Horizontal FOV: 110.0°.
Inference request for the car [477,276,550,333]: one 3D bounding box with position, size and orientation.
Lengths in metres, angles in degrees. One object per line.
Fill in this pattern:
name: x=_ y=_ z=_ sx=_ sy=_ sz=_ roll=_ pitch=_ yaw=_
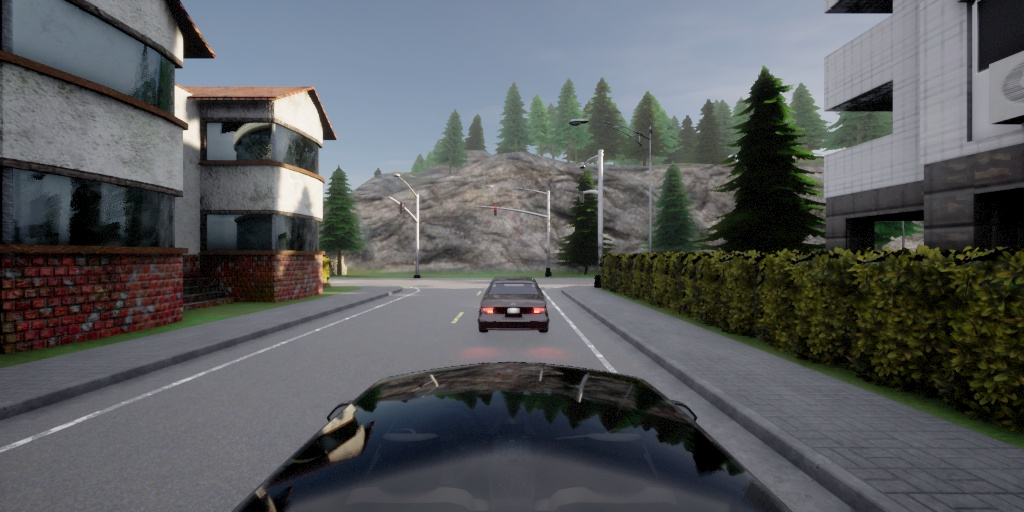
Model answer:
car: x=0.052 y=1.297 z=10.728 sx=2.033 sy=1.411 sz=5.357 roll=0 pitch=0 yaw=0
